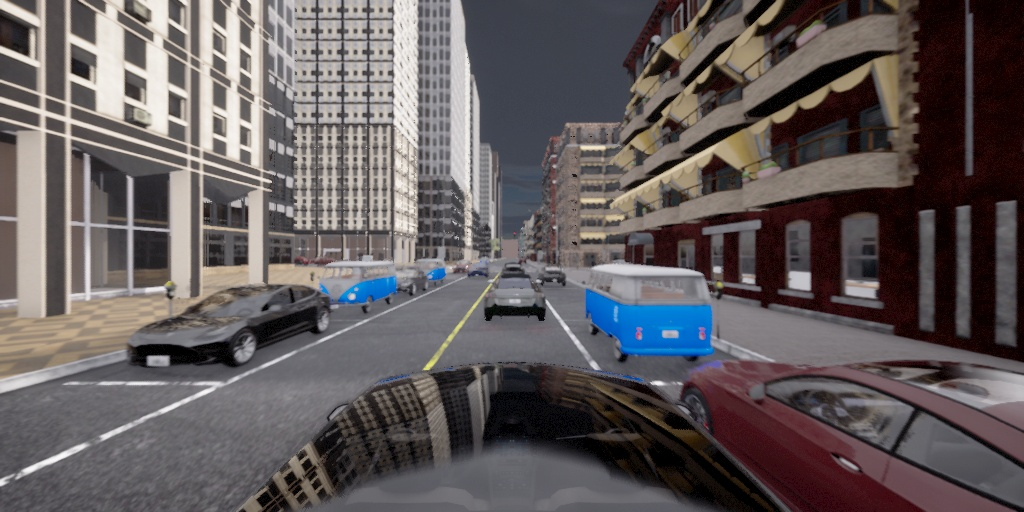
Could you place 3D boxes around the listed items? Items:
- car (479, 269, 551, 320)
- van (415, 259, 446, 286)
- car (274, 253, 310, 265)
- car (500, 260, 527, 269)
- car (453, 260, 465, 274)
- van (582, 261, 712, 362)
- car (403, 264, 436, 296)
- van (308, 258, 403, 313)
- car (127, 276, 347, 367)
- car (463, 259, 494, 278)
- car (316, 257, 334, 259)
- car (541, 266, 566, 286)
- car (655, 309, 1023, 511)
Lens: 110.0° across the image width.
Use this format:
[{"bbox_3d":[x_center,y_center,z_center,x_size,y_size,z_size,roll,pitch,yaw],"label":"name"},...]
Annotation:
[{"bbox_3d":[0.094,1.317,12.698,1.994,1.385,4.181,0,0,0],"label":"car"},{"bbox_3d":[-5.682,1.099,24.892,1.690,1.789,3.998,0,0,0],"label":"van"},{"bbox_3d":[-32.279,0.504,52.589,5.009,1.841,2.192,0,0,0],"label":"car"},{"bbox_3d":[0.102,1.264,28.681,1.837,1.490,4.892,0,0,0],"label":"car"},{"bbox_3d":[-5.678,1.208,41.838,1.967,1.591,4.097,0,0,0],"label":"car"},{"bbox_3d":[2.693,1.092,7.944,1.690,1.789,3.998,0,0,0],"label":"van"},{"bbox_3d":[-5.684,1.306,19.244,2.007,1.370,4.403,0,0,0],"label":"car"},{"bbox_3d":[-5.686,1.094,13.595,1.690,1.789,3.998,0,0,0],"label":"van"},{"bbox_3d":[-5.687,1.317,7.946,1.948,1.339,4.313,0,0,0],"label":"car"},{"bbox_3d":[-3.073,1.311,34.095,2.033,1.411,5.357,0,0,0],"label":"car"},{"bbox_3d":[-26.705,0.879,52.599,4.207,1.307,1.802,0,0,0],"label":"car"},{"bbox_3d":[2.698,1.308,24.889,2.007,1.370,4.403,0,0,0],"label":"car"},{"bbox_3d":[2.691,1.332,2.295,1.802,1.307,4.207,0,0,0],"label":"car"}]
